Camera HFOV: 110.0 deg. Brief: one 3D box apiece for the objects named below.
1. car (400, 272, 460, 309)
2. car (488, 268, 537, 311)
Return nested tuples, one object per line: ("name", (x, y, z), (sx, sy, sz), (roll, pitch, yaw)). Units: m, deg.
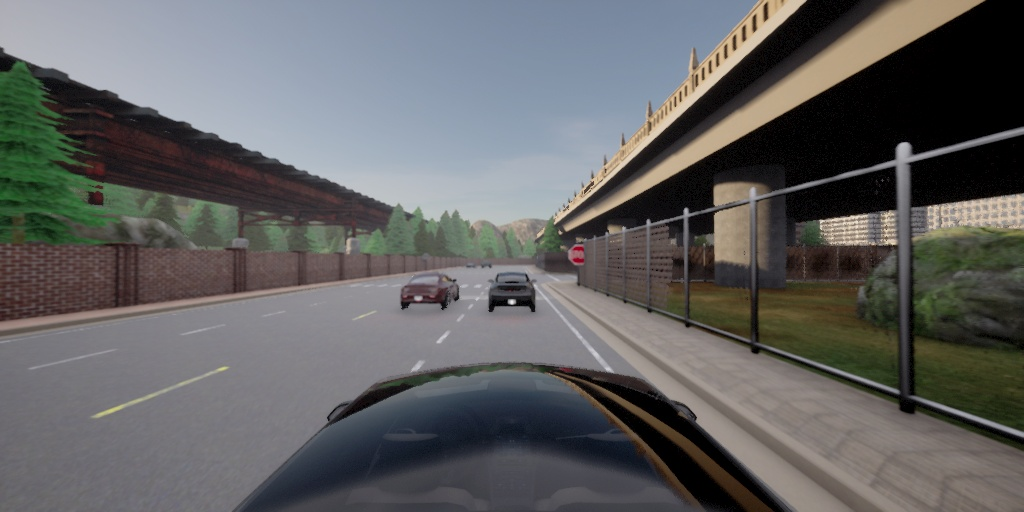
("car", (-3.481, 1.429, 15.701), (1.812, 1.442, 4.674), (0, 0, 1))
("car", (0.015, 1.406, 15.304), (1.837, 1.490, 4.892), (0, 0, 0))
